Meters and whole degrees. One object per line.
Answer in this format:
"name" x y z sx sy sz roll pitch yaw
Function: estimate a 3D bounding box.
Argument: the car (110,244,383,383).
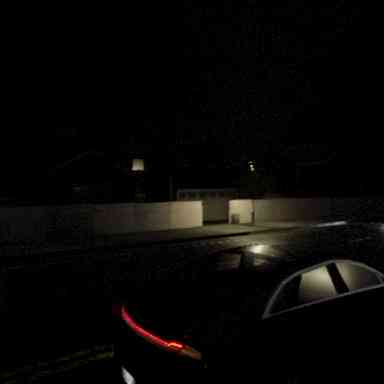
"car" 1.397 1.464 4.433 4.902 1.511 2.128 0 0 -35
